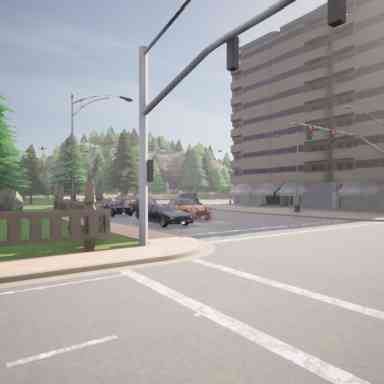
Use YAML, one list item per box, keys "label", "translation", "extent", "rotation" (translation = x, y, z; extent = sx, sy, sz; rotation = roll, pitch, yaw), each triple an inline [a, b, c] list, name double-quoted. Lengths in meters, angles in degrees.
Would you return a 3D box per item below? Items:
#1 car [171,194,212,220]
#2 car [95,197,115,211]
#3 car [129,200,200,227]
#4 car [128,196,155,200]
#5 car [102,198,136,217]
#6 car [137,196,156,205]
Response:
- label: "car"
  translation: [-0.378, 1.297, 26.457]
  extent: [2.097, 1.767, 4.553]
  rotation: [0, 0, -32]
- label: "car"
  translation: [-10.516, 1.436, 40.484]
  extent: [2.128, 1.511, 4.902]
  rotation: [0, 0, -13]
- label: "car"
  translation: [-2.023, 1.492, 22.453]
  extent: [2.033, 1.411, 5.357]
  rotation: [0, 0, -34]
- label: "car"
  translation: [-4.855, 1.422, 34.380]
  extent: [1.882, 1.535, 5.008]
  rotation: [0, 0, -22]
- label: "car"
  translation: [-6.910, 1.545, 30.707]
  extent: [1.895, 1.301, 4.718]
  rotation: [0, 0, -27]
- label: "car"
  translation: [-7.779, 1.451, 57.250]
  extent: [1.837, 1.490, 4.892]
  rotation: [0, -1, 10]
